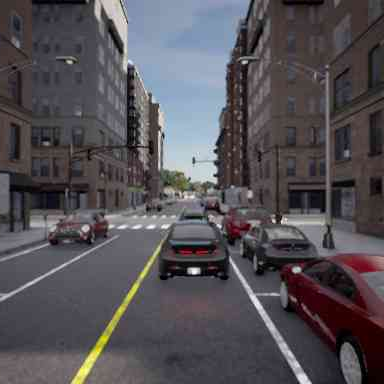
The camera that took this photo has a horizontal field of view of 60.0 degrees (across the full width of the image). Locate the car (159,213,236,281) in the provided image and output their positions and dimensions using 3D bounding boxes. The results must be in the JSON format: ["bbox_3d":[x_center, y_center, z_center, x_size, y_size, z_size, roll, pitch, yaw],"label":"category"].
[{"bbox_3d":[0.056,1.629,10.254,1.837,1.490,4.892,0,-1,0],"label":"car"}]

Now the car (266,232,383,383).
[{"bbox_3d":[2.626,1.606,5.063,1.887,1.381,4.507,0,-1,0],"label":"car"}]

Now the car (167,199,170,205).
[{"bbox_3d":[-5.578,2.262,59.967,2.008,1.369,4.403,0,-1,0],"label":"car"}]

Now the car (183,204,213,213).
[{"bbox_3d":[0.232,1.762,21.604,1.837,1.490,4.892,0,-1,3],"label":"car"}]

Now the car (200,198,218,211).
[{"bbox_3d":[2.582,1.831,43.483,2.192,1.841,5.009,0,-1,0],"label":"car"}]

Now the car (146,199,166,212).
[{"bbox_3d":[-5.552,1.897,48.963,2.192,1.841,5.009,0,-1,0],"label":"car"}]

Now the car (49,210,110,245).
[{"bbox_3d":[-5.430,1.637,16.404,1.967,1.590,4.097,0,-1,0],"label":"car"}]

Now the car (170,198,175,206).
[{"bbox_3d":[-5.618,2.450,76.477,1.887,1.381,4.507,0,-1,0],"label":"car"}]

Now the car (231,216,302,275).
[{"bbox_3d":[2.611,1.679,10.744,2.008,1.369,4.403,0,-1,0],"label":"car"}]

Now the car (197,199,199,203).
[{"bbox_3d":[2.523,2.025,59.993,2.192,1.841,5.009,0,-1,0],"label":"car"}]

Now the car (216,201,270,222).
[{"bbox_3d":[2.595,1.511,16.429,2.192,1.841,5.009,0,-1,0],"label":"car"}]
